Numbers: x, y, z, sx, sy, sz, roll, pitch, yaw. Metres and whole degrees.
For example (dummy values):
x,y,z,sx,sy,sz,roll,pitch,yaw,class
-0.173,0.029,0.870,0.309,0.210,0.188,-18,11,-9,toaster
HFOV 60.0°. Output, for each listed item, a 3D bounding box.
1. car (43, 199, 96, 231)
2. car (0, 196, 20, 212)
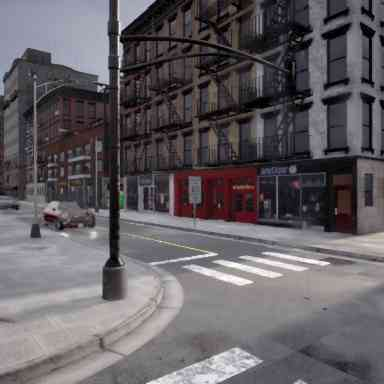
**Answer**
x,y,z,sx,sy,sz,roll,pitch,yaw,class
-7.672,1.322,20.635,2.097,1.767,4.553,0,0,-38,car
-21.439,1.282,38.534,2.097,1.767,4.553,0,0,-37,car
